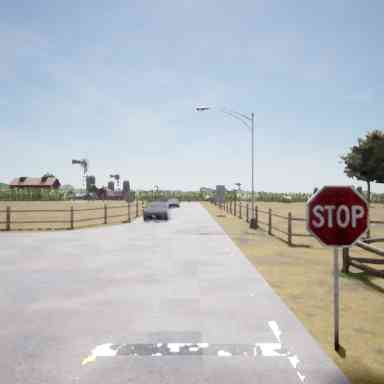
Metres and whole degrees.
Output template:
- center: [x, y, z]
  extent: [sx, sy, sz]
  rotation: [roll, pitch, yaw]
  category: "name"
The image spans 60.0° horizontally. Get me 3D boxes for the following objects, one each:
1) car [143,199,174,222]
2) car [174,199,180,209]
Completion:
- center: [-2.762, 1.546, 26.882]
  extent: [1.882, 1.535, 5.008]
  rotation: [0, 0, 0]
  category: "car"
- center: [-2.771, 1.718, 50.106]
  extent: [2.033, 1.411, 5.357]
  rotation: [0, 0, 0]
  category: "car"
